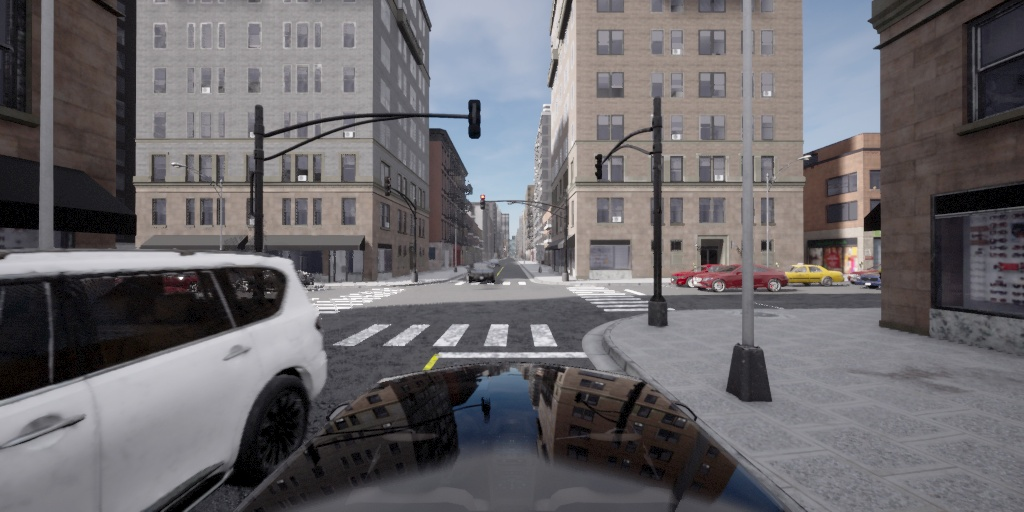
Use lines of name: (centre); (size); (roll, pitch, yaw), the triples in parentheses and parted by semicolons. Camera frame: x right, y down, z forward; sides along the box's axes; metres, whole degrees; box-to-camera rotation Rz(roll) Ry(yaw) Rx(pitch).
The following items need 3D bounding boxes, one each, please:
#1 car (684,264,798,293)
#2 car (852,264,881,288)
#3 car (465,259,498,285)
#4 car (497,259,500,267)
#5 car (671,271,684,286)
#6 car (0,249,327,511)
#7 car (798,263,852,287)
car: (12.187, 1.157, 19.272); (4.674, 1.442, 1.812); (-1, 0, 1)
car: (21.774, 1.087, 19.208); (5.357, 1.411, 2.033); (-1, 0, 1)
car: (-2.473, 1.228, 26.967); (1.882, 1.535, 5.008); (0, 0, -9)
car: (-3.093, 1.210, 63.168); (1.812, 1.442, 4.674); (0, 0, 1)
car: (12.132, 1.190, 22.027); (4.507, 1.381, 1.888); (0, 0, 0)
car: (-3.089, 0.971, 1.675); (2.150, 2.045, 5.566); (0, 0, 0)
car: (17.454, 1.117, 21.993); (4.829, 1.417, 1.751); (0, 0, 0)
